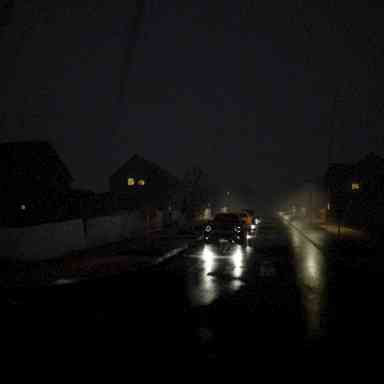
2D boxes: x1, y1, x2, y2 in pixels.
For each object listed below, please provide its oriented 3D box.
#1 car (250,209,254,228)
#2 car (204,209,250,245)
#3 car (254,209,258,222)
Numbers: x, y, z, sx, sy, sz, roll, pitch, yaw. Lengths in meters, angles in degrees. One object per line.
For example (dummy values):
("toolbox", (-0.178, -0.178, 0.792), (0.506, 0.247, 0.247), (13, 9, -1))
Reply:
("car", (4.154, 2.443, 28.895), (1.882, 1.535, 5.008), (-1, -2, 12))
("car", (2.042, 2.013, 19.406), (2.097, 1.767, 4.553), (-1, -2, 13))
("car", (6.313, 2.763, 38.608), (1.882, 1.535, 5.008), (-1, -2, 13))
